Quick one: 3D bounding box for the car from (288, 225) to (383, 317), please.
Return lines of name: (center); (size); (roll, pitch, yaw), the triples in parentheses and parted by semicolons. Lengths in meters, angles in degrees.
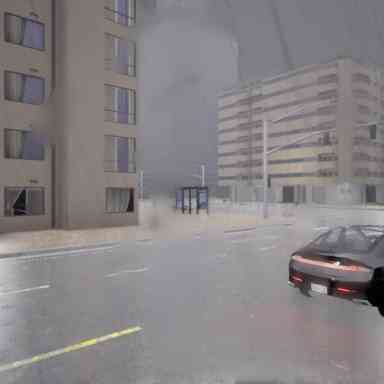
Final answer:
car: (4.130, 1.492, 7.394); (4.902, 1.511, 2.128); (0, 0, -39)
